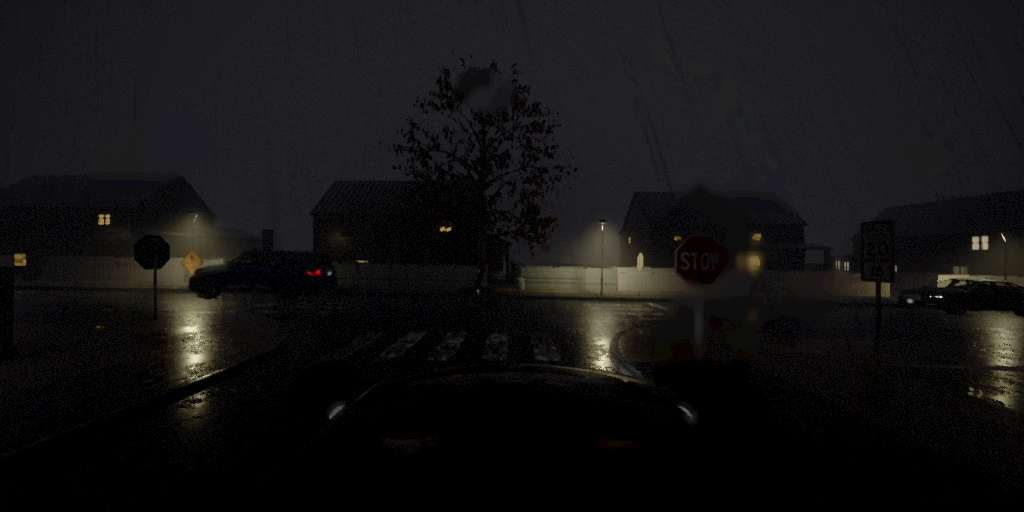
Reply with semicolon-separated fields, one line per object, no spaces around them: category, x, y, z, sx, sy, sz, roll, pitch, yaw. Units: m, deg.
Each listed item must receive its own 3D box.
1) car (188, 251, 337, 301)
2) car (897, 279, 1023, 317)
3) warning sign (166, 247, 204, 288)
car;-10.630;0.796;15.586;5.566;2.045;2.150;1;-1;0
car;19.662;1.739;15.499;4.902;1.511;2.128;1;0;0
warning sign;-15.825;0.604;17.728;1.060;1.860;1.300;0;0;0
